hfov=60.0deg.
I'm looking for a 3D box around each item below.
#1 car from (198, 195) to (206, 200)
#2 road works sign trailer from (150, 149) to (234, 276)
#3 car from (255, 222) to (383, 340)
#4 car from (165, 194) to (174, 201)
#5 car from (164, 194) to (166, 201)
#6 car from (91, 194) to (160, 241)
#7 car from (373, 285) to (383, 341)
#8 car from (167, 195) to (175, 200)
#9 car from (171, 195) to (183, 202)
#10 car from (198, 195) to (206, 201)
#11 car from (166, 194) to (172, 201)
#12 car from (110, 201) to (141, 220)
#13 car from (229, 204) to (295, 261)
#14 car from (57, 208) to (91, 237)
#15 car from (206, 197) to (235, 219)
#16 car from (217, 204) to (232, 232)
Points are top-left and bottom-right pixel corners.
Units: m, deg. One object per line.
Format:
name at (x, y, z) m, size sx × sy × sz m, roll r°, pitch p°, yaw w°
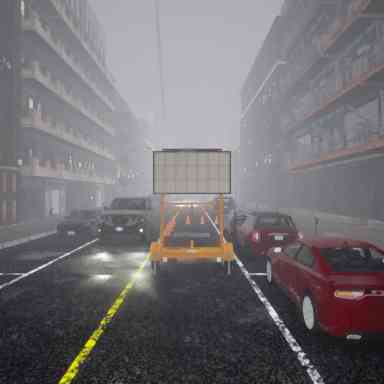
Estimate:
car at (2.694, 1.516, 91.131) m, size 1.887 × 1.381 × 4.507 m, roll 0°, pitch 0°, yaw 0°
road works sign trailer at (0.000, 0.465, 10.355) m, size 2.380 × 3.560 × 2.880 m, roll 0°, pitch 0°, yaw 0°
car at (2.692, 1.545, 6.586) m, size 1.887 × 1.381 × 4.507 m, roll 0°, pitch 0°, yaw 0°
car at (-5.687, 1.415, 85.499) m, size 1.967 × 1.590 × 4.097 m, roll 0°, pitch 0°, yaw 0°
car at (-5.687, 1.305, 51.681) m, size 2.192 × 1.841 × 5.009 m, roll 0°, pitch 0°, yaw 0°
car at (-3.100, 1.221, 16.939) m, size 2.150 × 2.045 × 5.566 m, roll 0°, pitch 0°, yaw 0°
car at (2.691, 1.566, 0.949) m, size 1.947 × 1.339 × 4.313 m, roll 0°, pitch 0°, yaw 0°
car at (-5.686, 1.517, 91.136) m, size 1.887 × 1.381 × 4.507 m, roll 0°, pitch 0°, yaw 0°
car at (-2.998, 1.458, 74.788) m, size 1.882 × 1.535 × 5.008 m, roll 0°, pitch 0°, yaw 0°
car at (2.694, 1.503, 80.029) m, size 1.752 × 1.417 × 4.829 m, roll 0°, pitch 0°, yaw 0°
car at (-5.686, 1.293, 79.863) m, size 2.192 × 1.841 × 5.009 m, roll 0°, pitch 0°, yaw 0°
car at (-5.688, 1.523, 28.965) m, size 1.752 × 1.417 × 4.829 m, roll 0°, pitch 0°, yaw 0°
car at (2.692, 1.440, 12.223) m, size 1.967 × 1.590 × 4.097 m, roll 0°, pitch 0°, yaw 0°
car at (-5.689, 1.566, 17.861) m, size 1.947 × 1.339 × 4.313 m, roll 0°, pitch 0°, yaw 0°
car at (2.694, 1.312, 29.131) m, size 2.192 × 1.841 × 5.009 m, roll 0°, pitch 0°, yaw 0°
car at (2.692, 1.550, 17.858) m, size 2.008 × 1.369 × 4.403 m, roll 0°, pitch 0°, yaw 0°
